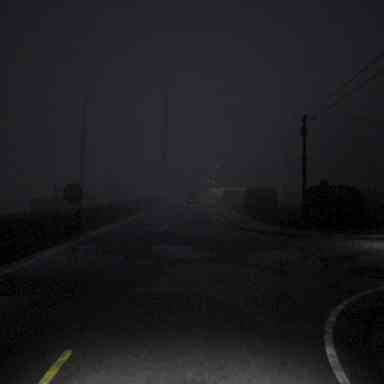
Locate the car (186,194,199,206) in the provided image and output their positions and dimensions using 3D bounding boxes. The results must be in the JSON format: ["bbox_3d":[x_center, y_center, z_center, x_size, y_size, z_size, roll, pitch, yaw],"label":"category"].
[{"bbox_3d":[0.066,1.533,56.674,1.837,1.490,4.892,0,0,0],"label":"car"}]
